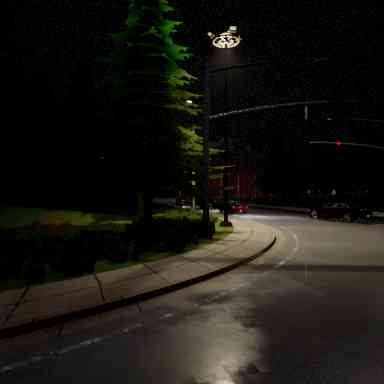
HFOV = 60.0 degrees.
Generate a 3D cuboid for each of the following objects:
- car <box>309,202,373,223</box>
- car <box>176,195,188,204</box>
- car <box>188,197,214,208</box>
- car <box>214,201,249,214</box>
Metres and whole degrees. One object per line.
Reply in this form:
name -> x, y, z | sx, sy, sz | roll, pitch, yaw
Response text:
car -> 11.291, 1.492, 25.669 | 2.128, 1.511, 4.902 | 0, 0, -30
car -> -1.243, 1.352, 55.223 | 2.097, 1.767, 4.553 | 0, 0, -17
car -> 1.644, 1.221, 45.338 | 2.150, 2.045, 5.566 | 0, 0, -16
car -> 4.335, 1.601, 35.653 | 1.895, 1.301, 4.718 | 0, 0, -15
